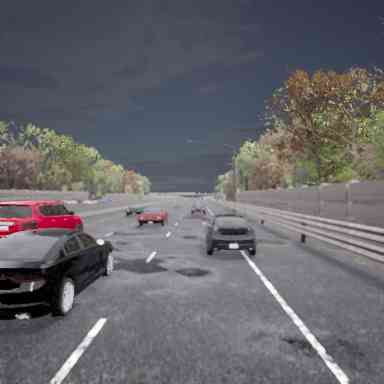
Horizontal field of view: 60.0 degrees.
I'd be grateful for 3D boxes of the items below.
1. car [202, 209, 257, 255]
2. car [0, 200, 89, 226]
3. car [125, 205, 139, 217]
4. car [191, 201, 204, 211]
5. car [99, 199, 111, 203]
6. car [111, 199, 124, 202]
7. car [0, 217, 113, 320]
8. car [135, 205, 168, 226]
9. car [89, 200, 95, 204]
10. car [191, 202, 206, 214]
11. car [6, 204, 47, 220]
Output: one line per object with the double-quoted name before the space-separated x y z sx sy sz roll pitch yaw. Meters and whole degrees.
"car" 1.495 1.666 13.989 1.837 1.490 4.892 0 -1 1
"car" -6.626 1.413 14.542 2.150 2.045 5.566 0 -1 1
"car" -6.218 2.079 38.027 1.895 1.301 4.718 0 -1 1
"car" 0.943 2.212 53.264 1.994 1.385 4.181 0 -1 1
"car" -19.671 2.250 76.027 1.882 1.535 5.008 0 -1 1
"car" -16.193 2.373 74.721 1.812 1.442 4.674 0 -1 1
"car" -3.237 1.576 7.691 1.882 1.535 5.008 0 -1 1
"car" -2.921 1.922 26.047 1.895 1.301 4.718 0 -1 1
"car" -23.199 2.424 74.425 1.812 1.442 4.674 0 -1 1
"car" 0.839 2.063 42.763 2.033 1.411 5.357 0 -1 1
"car" -16.980 1.990 34.328 1.812 1.442 4.674 0 -1 1
